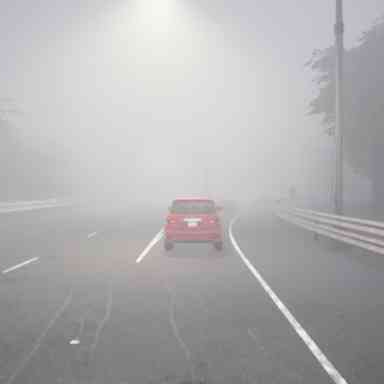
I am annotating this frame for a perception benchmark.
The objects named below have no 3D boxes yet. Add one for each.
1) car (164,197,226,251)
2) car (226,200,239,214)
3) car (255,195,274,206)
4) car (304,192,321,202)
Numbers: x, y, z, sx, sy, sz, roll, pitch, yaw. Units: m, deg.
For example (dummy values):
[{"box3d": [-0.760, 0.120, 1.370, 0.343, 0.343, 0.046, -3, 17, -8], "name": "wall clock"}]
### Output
[{"box3d": [0.144, 1.207, 14.249, 2.150, 2.045, 5.566, 0, 0, 3], "name": "car"}, {"box3d": [3.801, 1.510, 35.531, 2.033, 1.411, 5.357, 0, 0, 17], "name": "car"}, {"box3d": [11.864, 1.281, 53.733, 2.097, 1.767, 4.553, 0, 0, 31], "name": "car"}, {"box3d": [26.062, 1.092, 71.967, 2.150, 2.045, 5.566, 0, 0, 43], "name": "car"}]
